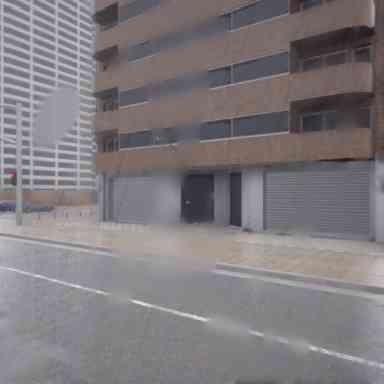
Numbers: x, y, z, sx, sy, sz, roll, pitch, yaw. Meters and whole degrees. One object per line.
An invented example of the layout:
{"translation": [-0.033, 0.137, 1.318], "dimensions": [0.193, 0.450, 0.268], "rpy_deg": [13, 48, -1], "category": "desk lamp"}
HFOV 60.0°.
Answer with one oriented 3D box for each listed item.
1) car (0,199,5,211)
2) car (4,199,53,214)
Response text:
{"translation": [-20.164, 1.477, 36.601], "dimensions": [1.882, 1.535, 5.008], "rpy_deg": [0, 0, 35], "category": "car"}
{"translation": [-16.914, 1.564, 35.146], "dimensions": [1.994, 1.385, 4.181], "rpy_deg": [0, 0, 35], "category": "car"}
